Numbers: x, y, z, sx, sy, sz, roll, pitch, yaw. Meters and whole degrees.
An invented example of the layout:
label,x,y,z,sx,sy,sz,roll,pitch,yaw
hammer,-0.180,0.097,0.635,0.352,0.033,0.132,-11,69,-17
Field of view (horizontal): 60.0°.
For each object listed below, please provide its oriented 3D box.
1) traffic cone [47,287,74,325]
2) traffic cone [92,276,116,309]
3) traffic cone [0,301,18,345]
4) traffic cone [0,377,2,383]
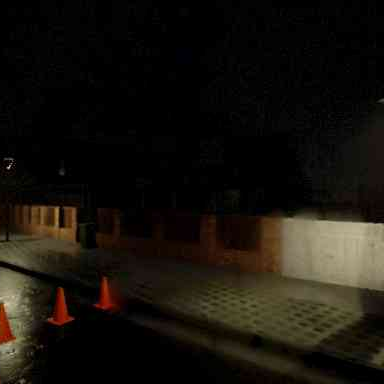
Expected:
label,x,y,z,sx,sy,sz,roll,pitch,yaw
traffic cone,-2.370,2.013,5.991,0.340,0.580,0.340,0,-1,35
traffic cone,-1.792,2.024,6.807,0.340,0.580,0.340,0,-1,35
traffic cone,-2.949,2.002,5.175,0.340,0.580,0.340,0,-1,35
traffic cone,-1.895,1.985,3.203,0.340,0.580,0.340,0,-1,35
